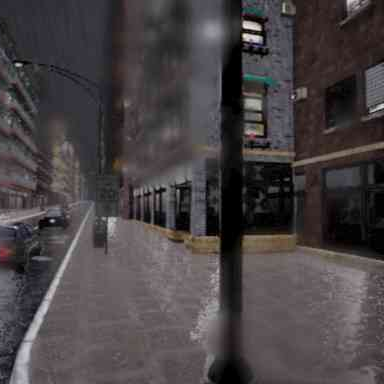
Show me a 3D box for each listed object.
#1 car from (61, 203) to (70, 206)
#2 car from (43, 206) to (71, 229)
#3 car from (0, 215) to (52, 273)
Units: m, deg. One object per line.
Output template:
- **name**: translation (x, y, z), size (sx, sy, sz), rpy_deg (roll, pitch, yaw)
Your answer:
- **car**: translation (-25.681, 2.960, 67.479), size (2.033, 1.411, 5.357), rpy_deg (1, -2, -16)
- **car**: translation (-10.439, 2.054, 25.498), size (1.994, 1.385, 4.181), rpy_deg (1, -2, -16)
- **car**: translation (-6.119, 1.670, 10.835), size (2.033, 1.411, 5.357), rpy_deg (1, -2, -16)
